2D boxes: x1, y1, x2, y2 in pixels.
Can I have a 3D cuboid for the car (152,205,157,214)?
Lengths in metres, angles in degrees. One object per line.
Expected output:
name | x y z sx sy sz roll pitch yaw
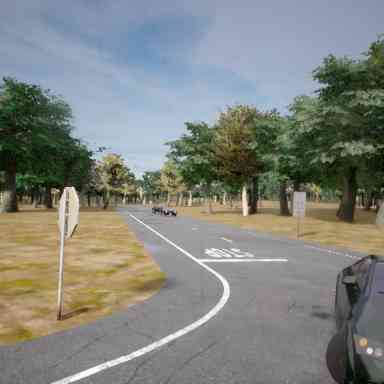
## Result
car | -5.709 2.959 56.887 1.882 1.535 5.008 3 -2 -14

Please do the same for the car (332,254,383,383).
car | 3.113 1.643 4.634 1.994 1.385 4.181 1 -1 22

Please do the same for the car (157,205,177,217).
car | -3.457 2.848 48.040 1.895 1.301 4.718 3 -2 -13
